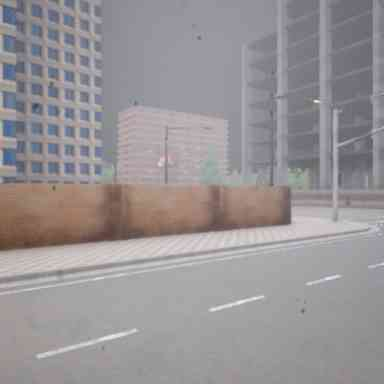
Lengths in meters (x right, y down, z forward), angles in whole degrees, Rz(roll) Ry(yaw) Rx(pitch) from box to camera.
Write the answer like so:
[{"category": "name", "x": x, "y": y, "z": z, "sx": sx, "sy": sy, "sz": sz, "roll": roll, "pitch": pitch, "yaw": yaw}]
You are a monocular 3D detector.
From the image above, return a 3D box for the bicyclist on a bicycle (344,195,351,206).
[{"category": "bicyclist on a bicycle", "x": 22.660, "y": 1.216, "z": 48.477, "sx": 1.656, "sy": 1.620, "sz": 0.582, "roll": 0, "pitch": 0, "yaw": -35}]
